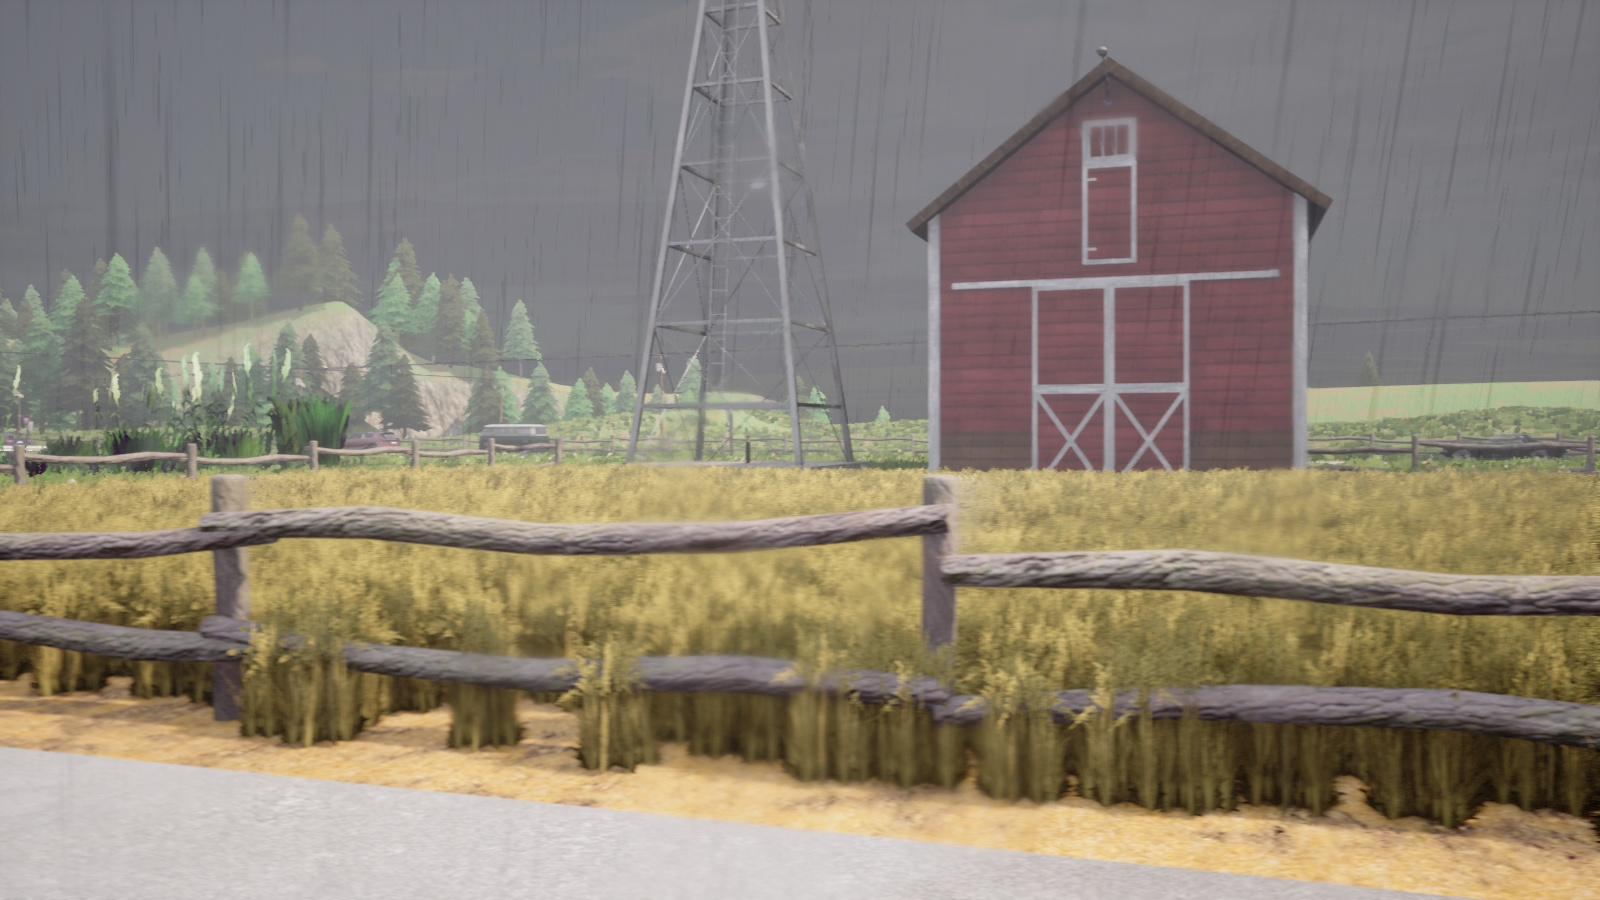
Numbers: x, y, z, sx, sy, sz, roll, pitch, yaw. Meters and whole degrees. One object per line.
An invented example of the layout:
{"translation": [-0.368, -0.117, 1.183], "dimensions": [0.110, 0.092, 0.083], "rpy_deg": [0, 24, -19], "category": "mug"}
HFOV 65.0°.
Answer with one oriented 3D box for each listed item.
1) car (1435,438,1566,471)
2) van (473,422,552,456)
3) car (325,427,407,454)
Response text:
{"translation": [30.044, 0.171, 54.009], "dimensions": [4.718, 1.301, 1.895], "rpy_deg": [1, 1, 23], "category": "car"}
{"translation": [-17.214, -0.676, 75.163], "dimensions": [4.442, 1.987, 1.775], "rpy_deg": [0, 1, 24], "category": "van"}
{"translation": [-27.590, -0.608, 79.836], "dimensions": [4.856, 1.649, 2.033], "rpy_deg": [1, 1, 24], "category": "car"}
